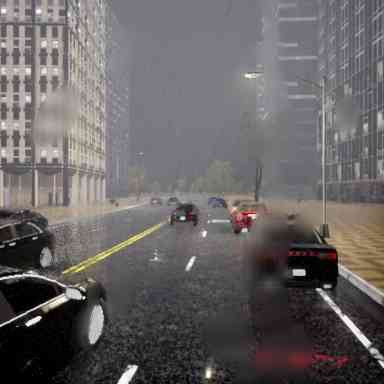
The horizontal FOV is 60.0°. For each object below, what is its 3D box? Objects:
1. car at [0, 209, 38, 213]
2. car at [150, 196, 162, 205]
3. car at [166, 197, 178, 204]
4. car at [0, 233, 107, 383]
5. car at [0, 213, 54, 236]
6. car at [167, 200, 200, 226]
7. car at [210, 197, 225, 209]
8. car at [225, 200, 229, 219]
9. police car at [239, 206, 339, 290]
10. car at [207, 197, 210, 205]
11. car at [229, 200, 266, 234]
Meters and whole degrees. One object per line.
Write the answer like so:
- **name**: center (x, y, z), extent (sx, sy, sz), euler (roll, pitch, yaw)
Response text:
- **car**: center (-7.967, 1.505, 14.128), extent (1.837, 1.490, 4.892), euler (0, 0, 6)
- **car**: center (-6.185, 1.510, 57.615), extent (2.128, 1.511, 4.902), euler (0, 0, -1)
- **car**: center (-2.880, 1.538, 51.492), extent (1.812, 1.442, 4.674), euler (0, 0, 0)
- **car**: center (-2.452, 1.503, 3.388), extent (1.837, 1.490, 4.892), euler (0, 0, 7)
- **car**: center (-5.316, 1.504, 8.422), extent (1.837, 1.490, 4.892), euler (0, 0, 7)
- **car**: center (-0.419, 1.526, 23.632), extent (1.812, 1.442, 4.674), euler (0, 0, 4)
- **car**: center (3.793, 1.533, 45.628), extent (1.812, 1.442, 4.674), euler (0, 0, 1)
- **car**: center (3.880, 1.352, 25.337), extent (2.097, 1.767, 4.553), euler (0, 0, 4)
- **police car**: center (2.451, 1.425, 9.287), extent (1.930, 1.638, 5.238), euler (0, 0, 6)
- **car**: center (3.743, 1.543, 59.148), extent (1.812, 1.442, 4.674), euler (0, 0, -2)
- **car**: center (3.420, 1.351, 19.260), extent (2.097, 1.767, 4.553), euler (0, 0, 5)
